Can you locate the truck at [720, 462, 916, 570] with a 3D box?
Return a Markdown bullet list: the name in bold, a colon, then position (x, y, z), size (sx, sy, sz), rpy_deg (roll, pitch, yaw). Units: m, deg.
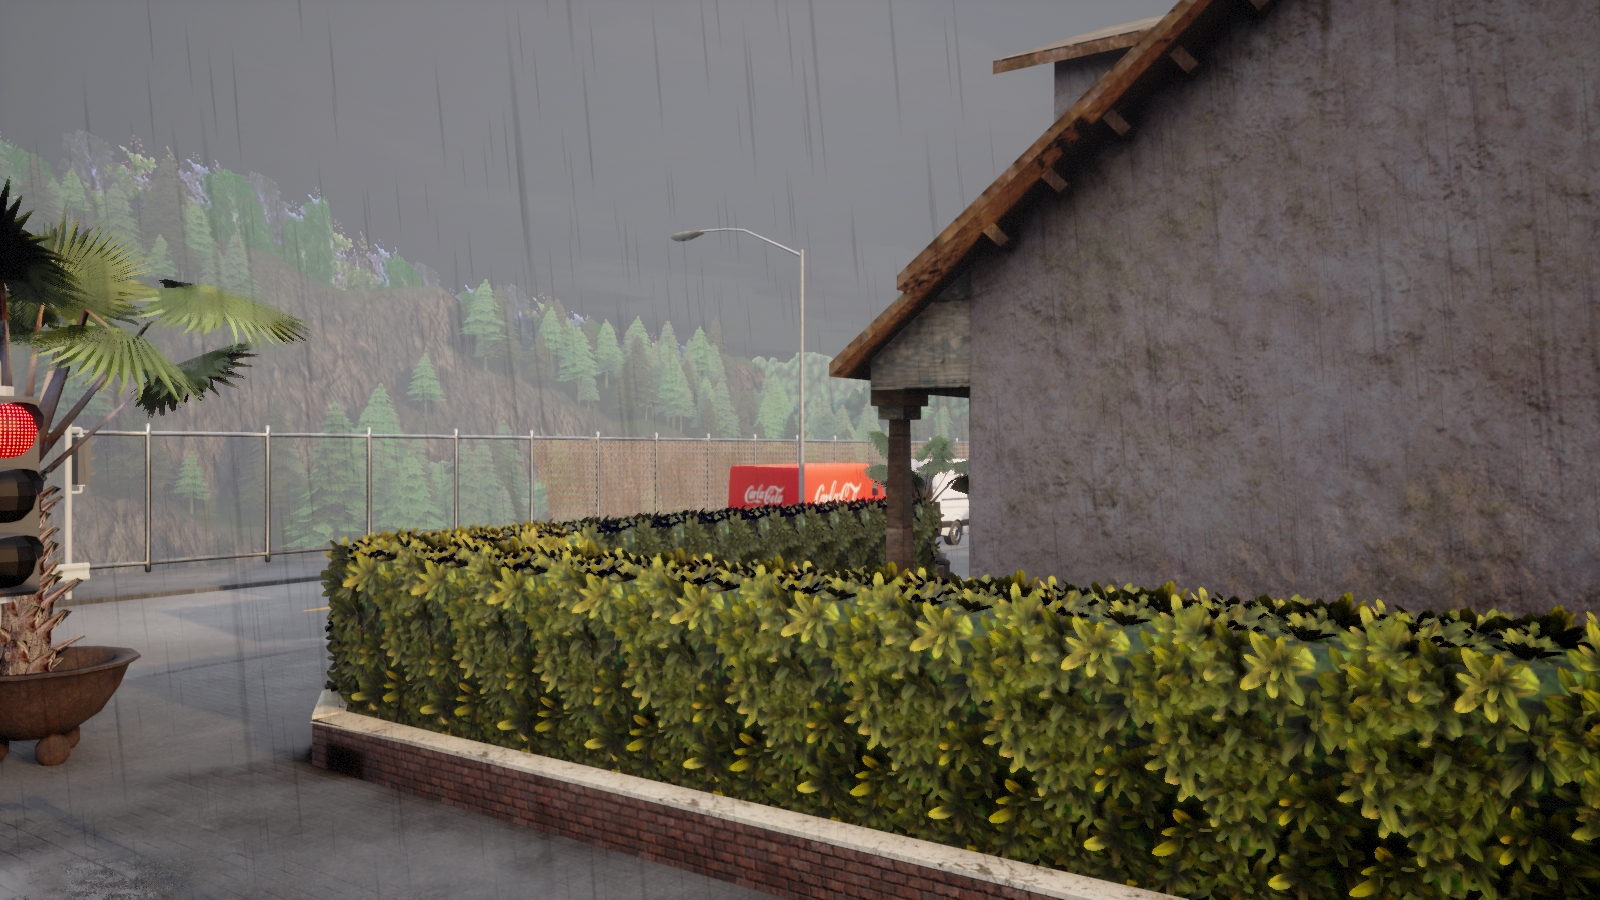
- **truck**: position (0.584, 1.568, 29.600), size (2.627, 2.467, 5.204), rpy_deg (0, 0, 35)
